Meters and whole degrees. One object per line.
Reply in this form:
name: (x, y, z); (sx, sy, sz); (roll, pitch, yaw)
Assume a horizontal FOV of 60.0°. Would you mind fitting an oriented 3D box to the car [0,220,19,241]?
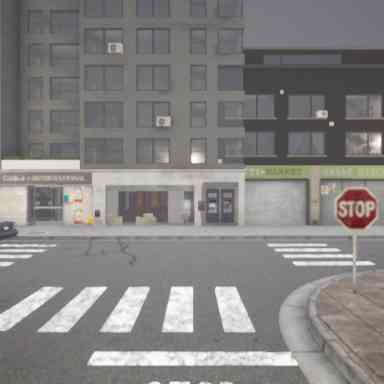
car: (-10.242, 1.566, 13.898); (5.357, 1.411, 2.033); (0, 0, 0)
